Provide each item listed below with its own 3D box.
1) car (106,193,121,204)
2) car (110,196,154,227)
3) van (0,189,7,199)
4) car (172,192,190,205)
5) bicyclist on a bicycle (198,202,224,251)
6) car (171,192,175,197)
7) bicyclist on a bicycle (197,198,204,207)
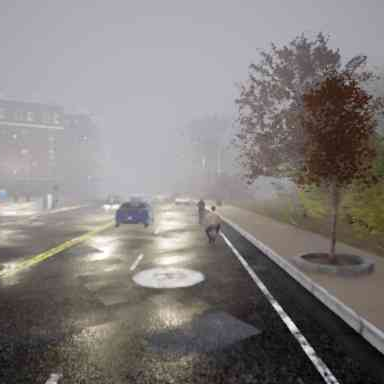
[{"bbox_3d":[-11.453,0.977,48.890,2.128,1.511,4.902,0,1,-7],"label":"car"},{"bbox_3d":[-3.455,1.254,20.642,1.882,1.535,5.008,0,1,-2],"label":"car"},{"bbox_3d":[-33.231,0.346,55.889,3.998,1.788,1.690,0,0,-33],"label":"van"},{"bbox_3d":[-1.326,1.098,44.666,1.895,1.301,4.718,0,1,-3],"label":"car"},{"bbox_3d":[0.772,1.297,12.242,0.866,1.612,1.509,0,1,-1],"label":"bicyclist on a bicycle"},{"bbox_3d":[-3.207,0.760,67.529,1.812,1.442,4.674,0,1,-5],"label":"car"},{"bbox_3d":[0.585,1.216,20.960,0.582,1.620,1.656,0,0,-2],"label":"bicyclist on a bicycle"}]
